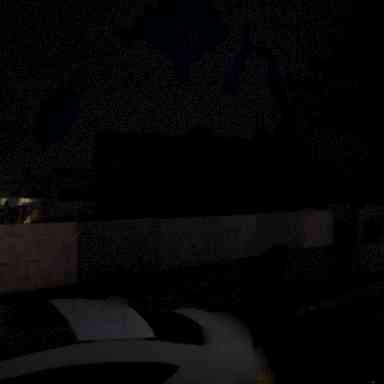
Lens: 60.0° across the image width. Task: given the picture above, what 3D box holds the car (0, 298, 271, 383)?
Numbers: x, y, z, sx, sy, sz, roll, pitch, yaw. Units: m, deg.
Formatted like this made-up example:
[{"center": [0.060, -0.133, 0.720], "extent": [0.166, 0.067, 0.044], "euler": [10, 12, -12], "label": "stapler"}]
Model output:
[{"center": [-1.474, 1.547, 1.975], "extent": [4.674, 1.442, 1.812], "euler": [0, -1, -37], "label": "car"}]
